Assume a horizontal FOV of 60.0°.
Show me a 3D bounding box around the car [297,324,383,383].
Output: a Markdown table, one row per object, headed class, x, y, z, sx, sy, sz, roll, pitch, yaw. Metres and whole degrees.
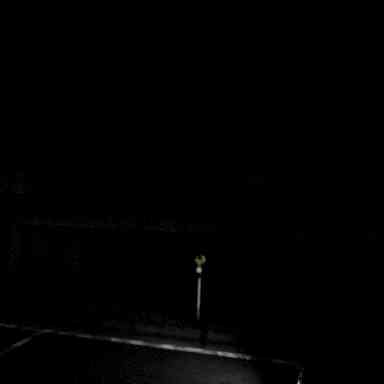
| class | x | y | z | sx | sy | sz | roll | pitch | yaw |
| --- | --- | --- | --- | --- | --- | --- | --- | --- | --- |
| car | 3.472 | 1.795 | 2.899 | 4.892 | 1.490 | 1.837 | 2 | -3 | 12 |
